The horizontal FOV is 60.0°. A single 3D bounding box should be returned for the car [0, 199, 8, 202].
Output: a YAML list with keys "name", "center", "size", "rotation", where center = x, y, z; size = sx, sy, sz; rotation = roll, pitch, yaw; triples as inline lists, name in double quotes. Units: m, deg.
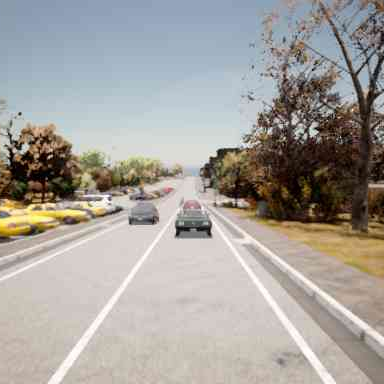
- name: "car"
  center: [-23.264, 1.475, 37.471]
  size: [4.553, 1.767, 2.185]
  rotation: [0, 0, 0]

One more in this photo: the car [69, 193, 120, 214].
- name: "car"
  center: [-10.196, 1.319, 32.009]
  size: [5.566, 2.045, 2.435]
  rotation: [0, 0, 0]

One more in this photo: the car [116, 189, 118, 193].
- name: "car"
  center: [-23.333, 0.778, 89.530]
  size: [5.008, 1.535, 2.097]
  rotation: [0, 1, 0]

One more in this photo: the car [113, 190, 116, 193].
- name: "car"
  center: [-23.343, 0.839, 86.740]
  size: [5.008, 1.535, 2.097]
  rotation: [0, 1, 0]

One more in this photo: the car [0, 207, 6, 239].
- name: "car"
  center: [-10.214, 1.471, 12.585]
  size: [4.892, 1.521, 2.231]
  rotation: [0, 0, 0]

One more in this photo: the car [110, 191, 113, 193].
- name: "car"
  center: [-23.329, 0.922, 83.950]
  size: [4.792, 1.488, 2.163]
  rotation: [0, 1, 0]

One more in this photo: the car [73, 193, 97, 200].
- name: "car"
  center: [-23.400, 1.032, 72.795]
  size: [4.674, 1.452, 2.002]
  rotation: [0, 0, 0]

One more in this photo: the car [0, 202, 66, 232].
- name: "car"
  center: [-10.020, 1.483, 18.005]
  size: [5.366, 1.575, 1.946]
  rotation: [0, 0, 0]

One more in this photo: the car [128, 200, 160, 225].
- name: "car"
  center: [-3.393, 1.519, 24.113]
  size: [1.812, 1.442, 4.674]
  rotation: [0, 0, 0]

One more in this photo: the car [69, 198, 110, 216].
- name: "car"
  center: [-10.361, 1.550, 29.231]
  size: [5.366, 1.575, 1.946]
  rotation: [0, 0, 0]

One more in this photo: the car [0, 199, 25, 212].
- name: "car"
  center: [-23.220, 1.618, 40.242]
  size: [5.008, 1.535, 2.097]
  rotation: [0, 0, 0]

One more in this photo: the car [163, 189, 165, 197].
- name: "car"
  center: [-10.227, 0.652, 89.662]
  size: [4.553, 1.767, 2.185]
  rotation: [0, 1, 0]

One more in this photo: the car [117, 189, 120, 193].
- name: "car"
  center: [-23.322, 0.706, 92.447]
  size: [4.892, 1.521, 2.231]
  rotation: [0, 1, 0]

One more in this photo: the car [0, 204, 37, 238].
- name: "car"
  center: [-10.398, 1.473, 15.353]
  size: [5.366, 1.575, 1.946]
  rotation: [0, 0, 0]

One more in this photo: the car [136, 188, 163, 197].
- name: "car"
  center: [-10.326, 0.712, 78.514]
  size: [5.566, 2.045, 2.435]
  rotation: [0, 1, 0]

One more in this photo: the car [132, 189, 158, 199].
- name: "car"
  center: [-10.348, 0.869, 72.943]
  size: [4.553, 1.767, 2.185]
  rotation: [0, 0, 0]

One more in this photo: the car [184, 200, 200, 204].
- name: "car"
  center: [0.003, 1.569, 36.215]
  size: [1.994, 1.385, 4.181]
  rotation: [0, 0, 0]

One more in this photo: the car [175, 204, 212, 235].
- name: "car"
  center: [0.073, 1.591, 18.658]
  size: [1.895, 1.301, 4.718]
  rotation: [0, 0, 0]

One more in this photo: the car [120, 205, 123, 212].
- name: "car"
  center: [-10.166, 1.587, 34.783]
  size: [5.008, 1.535, 2.097]
  rotation: [0, 0, 0]

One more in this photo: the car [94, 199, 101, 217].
- name: "car"
  center: [-10.189, 1.537, 26.455]
  size: [4.892, 1.521, 2.231]
  rotation: [0, 0, 0]

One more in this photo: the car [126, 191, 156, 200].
- name: "car"
  center: [-10.307, 1.032, 67.373]
  size: [4.792, 1.488, 2.163]
  rotation: [0, 0, 0]

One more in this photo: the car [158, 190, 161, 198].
- name: "car"
  center: [-10.302, 0.984, 75.723]
  size: [5.008, 1.535, 2.097]
  rotation: [0, 1, 0]

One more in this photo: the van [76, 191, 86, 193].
- name: "van"
  center: [-23.290, 0.775, 67.336]
  size: [4.442, 1.987, 1.878]
  rotation: [1, 0, 0]

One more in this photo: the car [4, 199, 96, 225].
- name: "car"
  center: [-10.005, 1.516, 23.678]
  size: [5.366, 1.575, 1.946]
  rotation: [0, 0, 0]

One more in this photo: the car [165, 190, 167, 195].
- name: "car"
  center: [-10.219, 0.736, 92.453]
  size: [4.792, 1.488, 2.163]
  rotation: [0, 2, 0]
